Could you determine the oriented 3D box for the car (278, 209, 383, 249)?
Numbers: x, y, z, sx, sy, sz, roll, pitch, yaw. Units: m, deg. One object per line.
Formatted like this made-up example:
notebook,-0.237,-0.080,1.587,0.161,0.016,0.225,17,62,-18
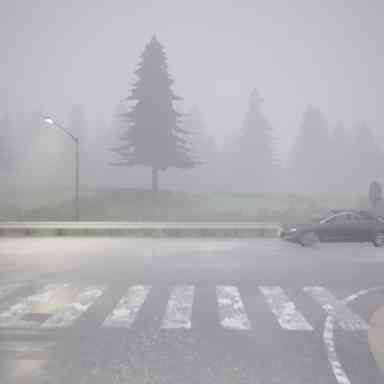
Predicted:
car,6.131,1.499,13.970,4.902,1.511,2.128,0,0,1
